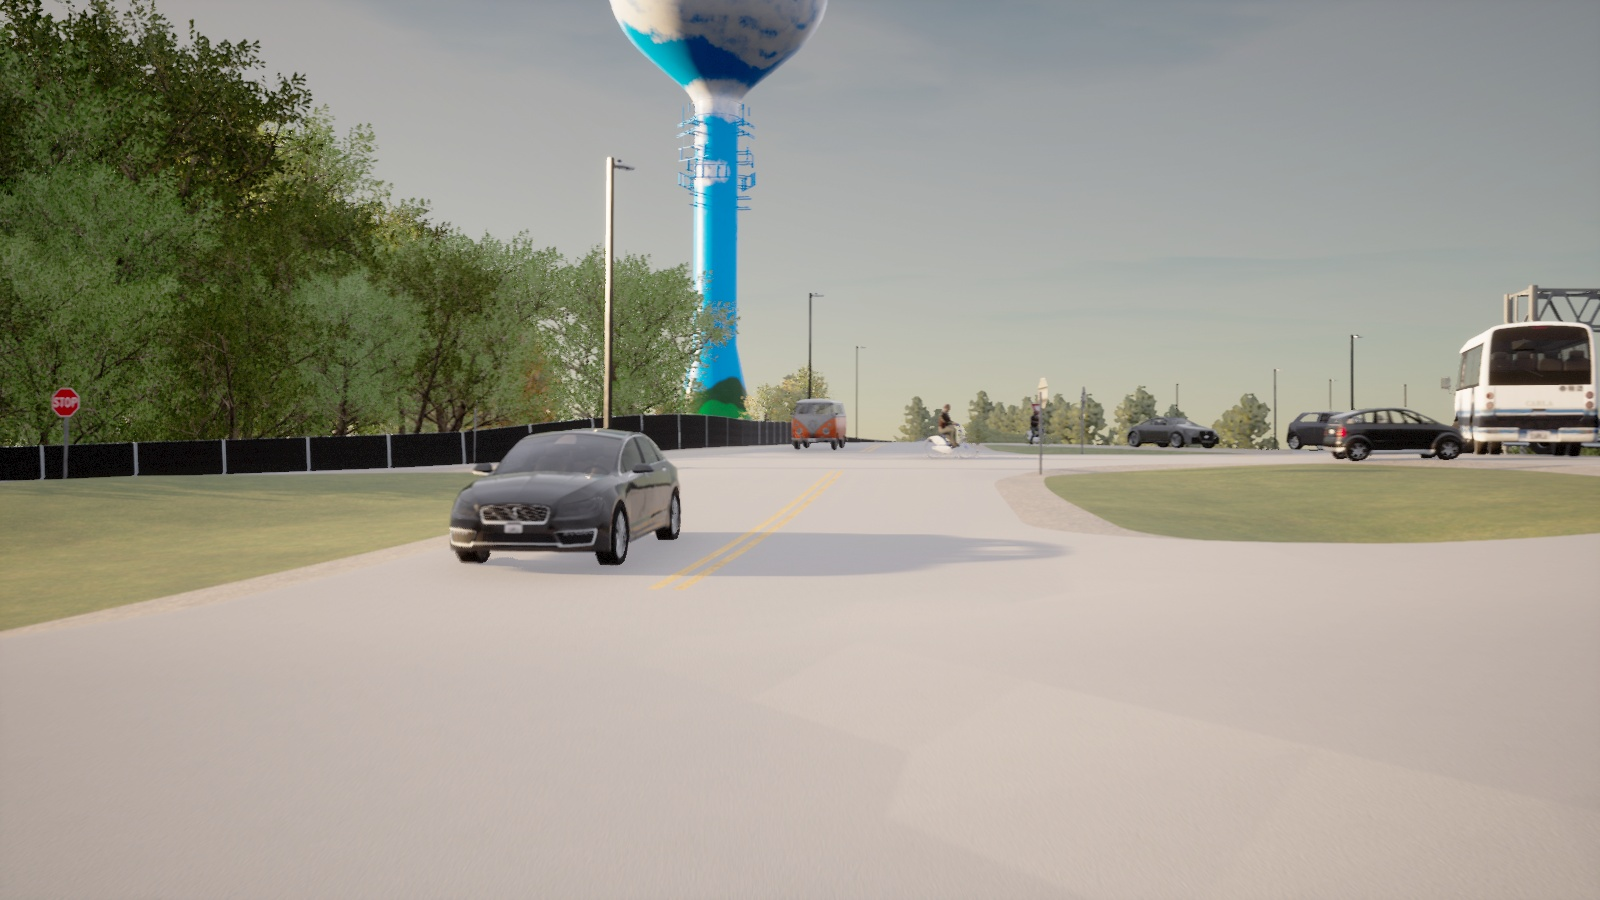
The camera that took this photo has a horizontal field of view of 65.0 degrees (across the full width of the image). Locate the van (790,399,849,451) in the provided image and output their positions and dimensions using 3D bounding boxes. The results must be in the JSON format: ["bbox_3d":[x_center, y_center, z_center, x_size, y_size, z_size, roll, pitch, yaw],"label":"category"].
[{"bbox_3d":[0.814,-1.013,49.855,1.775,1.987,4.442,0,2,8],"label":"van"}]

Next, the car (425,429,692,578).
[{"bbox_3d":[-2.729,0.509,15.474,1.837,1.490,4.892,0,2,6],"label":"car"}]

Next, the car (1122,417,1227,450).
[{"bbox_3d":[16.289,-0.730,54.823,1.994,1.385,4.181,1,1,-28],"label":"car"}]

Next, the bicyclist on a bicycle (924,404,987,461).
[{"bbox_3d":[4.904,-0.563,39.712,1.843,1.776,0.659,1,0,31],"label":"bicyclist on a bicycle"}]

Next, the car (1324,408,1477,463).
[{"bbox_3d":[17.669,-0.433,37.080,3.705,1.549,1.789,-1,2,7],"label":"car"}]

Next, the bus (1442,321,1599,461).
[{"bbox_3d":[24.919,-1.928,43.608,3.944,4.253,10.273,1,2,23],"label":"bus"}]

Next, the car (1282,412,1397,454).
[{"bbox_3d":[20.150,-0.633,47.005,1.845,1.501,3.633,1,1,-24],"label":"car"}]
